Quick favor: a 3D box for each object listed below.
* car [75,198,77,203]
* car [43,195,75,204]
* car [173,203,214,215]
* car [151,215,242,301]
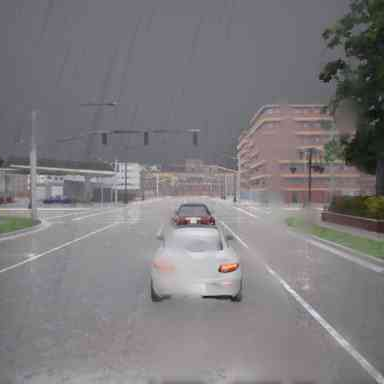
[{"bbox_3d":[-24.169,1.456,63.617,3.806,1.475,1.970,0,0,1],"label":"car"},{"bbox_3d":[-23.439,1.295,57.868,4.611,1.667,2.242,0,0,1],"label":"car"},{"bbox_3d":[0.064,1.352,17.160,2.097,1.767,4.553,0,0,0],"label":"car"},{"bbox_3d":[0.087,1.526,8.168,1.812,1.442,4.674,0,0,0],"label":"car"}]
